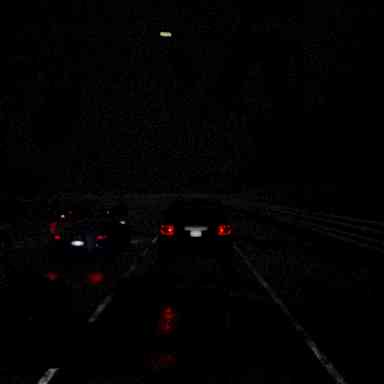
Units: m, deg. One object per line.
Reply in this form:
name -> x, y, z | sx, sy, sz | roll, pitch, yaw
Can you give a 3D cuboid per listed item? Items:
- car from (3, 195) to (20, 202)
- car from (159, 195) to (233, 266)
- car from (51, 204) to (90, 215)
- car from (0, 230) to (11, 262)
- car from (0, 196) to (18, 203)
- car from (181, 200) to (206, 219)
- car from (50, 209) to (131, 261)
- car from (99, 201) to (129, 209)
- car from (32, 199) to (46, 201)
car -> -31.475, 1.551, 56.529 | 2.150, 2.045, 5.566 | 0, 0, 1
car -> 0.109, 1.201, 11.556 | 2.150, 2.045, 5.566 | 0, 0, 0
car -> -10.379, 1.656, 28.947 | 1.895, 1.301, 4.718 | 0, 0, 0
car -> -6.894, 1.471, 9.073 | 2.128, 1.511, 4.902 | 0, 0, 0
car -> -28.027, 1.733, 48.342 | 2.128, 1.511, 4.902 | 0, 0, 0
car -> 0.123, 1.564, 31.097 | 2.128, 1.511, 4.902 | 0, -1, 0
car -> -3.490, 1.543, 12.173 | 1.994, 1.385, 4.181 | 0, 0, 0
car -> -6.878, 1.539, 29.750 | 1.882, 1.535, 5.008 | 0, 0, 0
car -> -21.044, 1.739, 45.460 | 1.812, 1.442, 4.674 | 0, -1, 0
